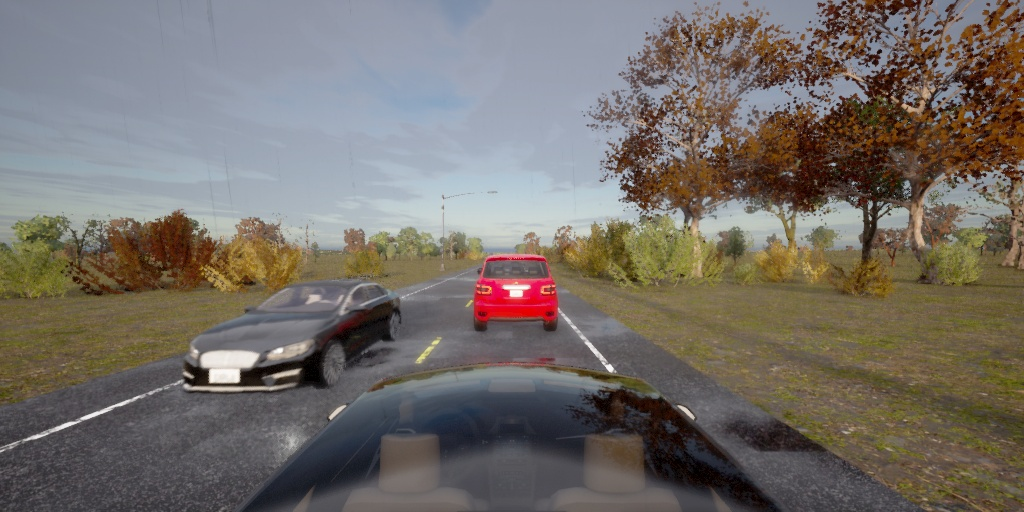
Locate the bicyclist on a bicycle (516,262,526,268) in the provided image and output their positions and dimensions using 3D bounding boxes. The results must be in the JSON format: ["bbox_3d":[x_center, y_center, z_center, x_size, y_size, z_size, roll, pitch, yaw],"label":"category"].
[{"bbox_3d":[0.857,1.110,30.227,0.659,1.776,1.843,0,0,0],"label":"bicyclist on a bicycle"}]

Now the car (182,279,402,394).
[{"bbox_3d":[-3.611,1.240,6.950,2.128,1.511,4.902,0,0,0],"label":"car"}]

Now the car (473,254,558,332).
[{"bbox_3d":[0.077,0.968,11.048,2.150,2.045,5.566,0,0,-1],"label":"car"}]

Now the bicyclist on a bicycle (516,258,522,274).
[{"bbox_3d":[0.781,1.107,40.240,0.659,1.776,1.843,0,0,0],"label":"bicyclist on a bicycle"}]
